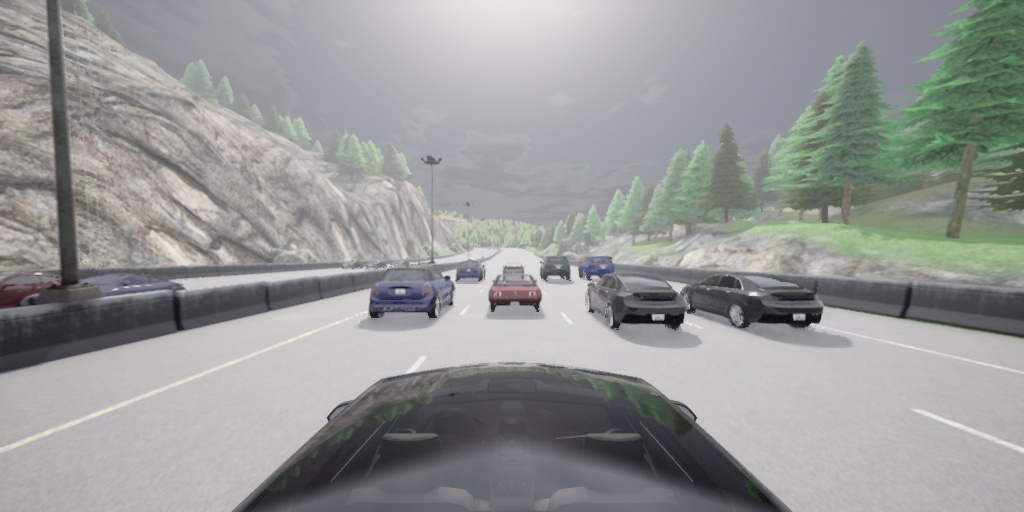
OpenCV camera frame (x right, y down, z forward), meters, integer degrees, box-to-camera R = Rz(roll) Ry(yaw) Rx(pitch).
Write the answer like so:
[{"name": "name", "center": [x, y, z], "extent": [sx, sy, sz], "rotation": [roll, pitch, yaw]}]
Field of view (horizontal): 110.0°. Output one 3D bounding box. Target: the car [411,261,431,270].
[{"name": "car", "center": [-14.009, 1.395, 55.631], "extent": [1.895, 1.301, 4.718], "rotation": [0, 0, 1]}]

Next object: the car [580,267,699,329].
[{"name": "car", "center": [3.605, 1.262, 11.248], "extent": [1.837, 1.490, 4.892], "rotation": [0, 0, 0]}]

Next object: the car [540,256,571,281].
[{"name": "car", "center": [3.624, 0.995, 30.607], "extent": [2.150, 2.045, 5.566], "rotation": [0, 0, 0]}]

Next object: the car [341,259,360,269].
[{"name": "car", "center": [-24.505, 1.285, 55.160], "extent": [2.128, 1.511, 4.902], "rotation": [0, 0, 1]}]

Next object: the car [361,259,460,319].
[{"name": "car", "center": [-3.392, 1.111, 13.016], "extent": [2.097, 1.767, 4.553], "rotation": [0, 0, 0]}]

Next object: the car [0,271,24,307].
[{"name": "car", "center": [-21.090, 1.323, 12.675], "extent": [1.994, 1.385, 4.181], "rotation": [0, 0, 0]}]

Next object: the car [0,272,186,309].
[{"name": "car", "center": [-14.090, 1.323, 12.716], "extent": [1.994, 1.385, 4.181], "rotation": [0, 0, 0]}]

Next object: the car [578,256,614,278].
[{"name": "car", "center": [7.125, 0.995, 30.666], "extent": [2.150, 2.045, 5.566], "rotation": [0, 0, 0]}]

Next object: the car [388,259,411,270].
[{"name": "car", "center": [-17.505, 1.286, 56.002], "extent": [2.128, 1.511, 4.902], "rotation": [0, 0, 1]}]

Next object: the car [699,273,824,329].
[{"name": "car", "center": [7.106, 1.262, 11.283], "extent": [1.837, 1.490, 4.892], "rotation": [0, 0, 0]}]

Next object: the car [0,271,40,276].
[{"name": "car", "center": [-17.591, 1.285, 12.425], "extent": [1.812, 1.442, 4.674], "rotation": [0, 0, 0]}]

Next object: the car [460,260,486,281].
[{"name": "car", "center": [-3.376, 1.125, 30.204], "extent": [2.097, 1.767, 4.553], "rotation": [0, 0, 0]}]

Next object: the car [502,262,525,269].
[{"name": "car", "center": [0.125, 1.265, 31.408], "extent": [2.128, 1.511, 4.902], "rotation": [0, 0, 0]}]

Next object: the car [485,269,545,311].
[{"name": "car", "center": [0.111, 1.361, 14.613], "extent": [1.895, 1.301, 4.718], "rotation": [0, 0, 0]}]

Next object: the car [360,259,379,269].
[{"name": "car", "center": [-21.006, 1.285, 55.467], "extent": [2.128, 1.511, 4.902], "rotation": [0, 0, 1]}]
